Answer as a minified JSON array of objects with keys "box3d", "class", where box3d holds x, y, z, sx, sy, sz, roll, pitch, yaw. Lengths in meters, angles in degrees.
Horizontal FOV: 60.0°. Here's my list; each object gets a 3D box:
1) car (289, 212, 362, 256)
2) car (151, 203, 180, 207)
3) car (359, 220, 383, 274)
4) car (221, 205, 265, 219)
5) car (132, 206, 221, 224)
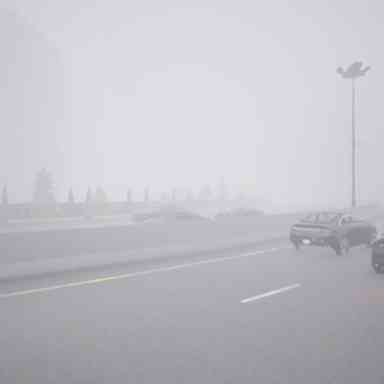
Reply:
[{"box3d":[5.823,1.553,13.433,4.902,1.511,2.128,0,0,-43],"class":"car"},{"box3d":[-2.250,1.601,25.283,1.882,1.535,5.008,0,0,45],"class":"car"},{"box3d":[6.927,1.548,9.703,4.892,1.490,1.837,0,0,-41],"class":"car"},{"box3d":[3.901,1.727,26.594,1.895,1.301,4.718,0,0,42],"class":"car"},{"box3d":[-0.832,1.647,17.074,4.181,1.385,1.994,0,0,-42],"class":"car"}]
